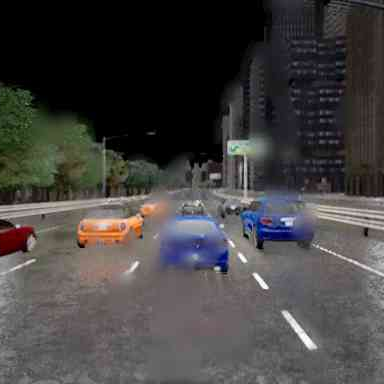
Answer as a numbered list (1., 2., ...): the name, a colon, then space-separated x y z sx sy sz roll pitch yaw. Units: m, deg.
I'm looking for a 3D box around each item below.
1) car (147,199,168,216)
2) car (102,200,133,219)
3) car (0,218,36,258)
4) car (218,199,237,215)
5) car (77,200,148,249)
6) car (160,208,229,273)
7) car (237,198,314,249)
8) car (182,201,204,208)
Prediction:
1. car: -3.427 1.410 30.945 2.097 1.767 4.553 0 0 0
2. car: -6.924 1.563 31.309 1.837 1.490 4.892 0 0 0
3. car: -6.932 1.503 10.804 1.882 1.535 5.008 0 0 0
4. car: 3.573 1.410 30.963 2.097 1.767 4.553 0 0 0
5. car: -3.426 1.386 14.851 2.097 1.767 4.553 0 0 0
6. car: 0.074 1.502 10.840 1.882 1.535 5.008 0 0 0
7. car: 3.577 1.255 14.848 2.150 2.045 5.566 0 0 0
8. car: 0.075 1.550 31.225 2.128 1.511 4.902 0 0 0
